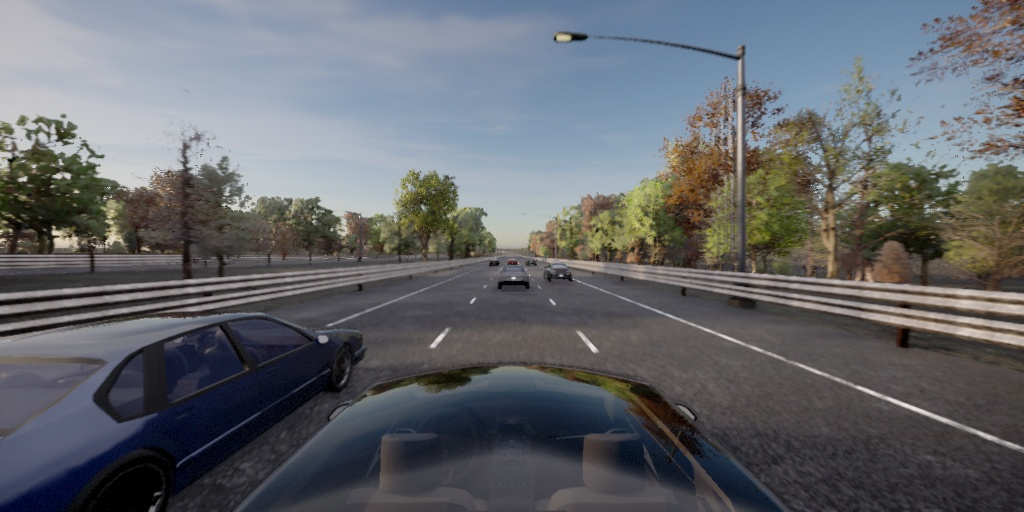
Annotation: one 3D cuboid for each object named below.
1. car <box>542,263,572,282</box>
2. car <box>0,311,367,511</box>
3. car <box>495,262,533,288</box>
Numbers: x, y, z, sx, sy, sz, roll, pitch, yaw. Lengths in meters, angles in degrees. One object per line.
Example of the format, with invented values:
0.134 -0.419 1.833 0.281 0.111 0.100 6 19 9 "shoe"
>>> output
3.609 1.268 28.640 1.812 1.442 4.674 0 0 0 "car"
-3.400 1.297 3.664 2.033 1.411 5.357 0 0 0 "car"
0.105 1.308 23.671 1.994 1.385 4.181 0 0 0 "car"
